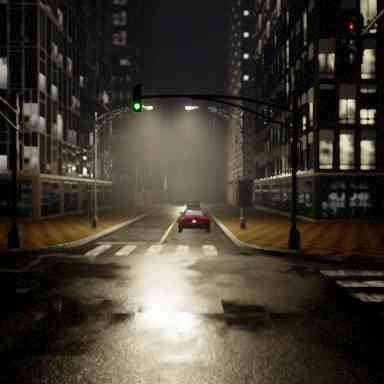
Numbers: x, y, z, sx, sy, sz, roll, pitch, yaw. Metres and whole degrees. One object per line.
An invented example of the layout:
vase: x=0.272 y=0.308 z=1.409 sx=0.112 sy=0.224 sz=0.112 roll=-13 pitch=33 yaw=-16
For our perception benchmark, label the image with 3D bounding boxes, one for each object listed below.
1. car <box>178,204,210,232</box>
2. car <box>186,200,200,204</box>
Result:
car: x=0.129 y=1.749 z=21.797 sx=1.994 sy=1.385 sz=4.181 roll=0 pitch=-1 yaw=0
car: x=0.161 y=1.911 z=47.377 sx=2.128 sy=1.511 sz=4.902 roll=0 pitch=-1 yaw=0
